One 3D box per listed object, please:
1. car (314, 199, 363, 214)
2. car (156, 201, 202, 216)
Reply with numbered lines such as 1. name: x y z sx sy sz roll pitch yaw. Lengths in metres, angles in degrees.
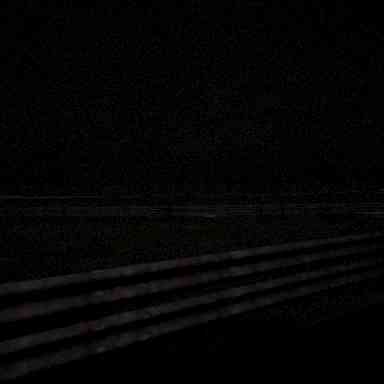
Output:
1. car: 14.911 1.413 33.997 4.674 1.442 1.812 -1 1 6
2. car: -1.376 1.744 35.826 4.892 1.490 1.837 -1 1 6
